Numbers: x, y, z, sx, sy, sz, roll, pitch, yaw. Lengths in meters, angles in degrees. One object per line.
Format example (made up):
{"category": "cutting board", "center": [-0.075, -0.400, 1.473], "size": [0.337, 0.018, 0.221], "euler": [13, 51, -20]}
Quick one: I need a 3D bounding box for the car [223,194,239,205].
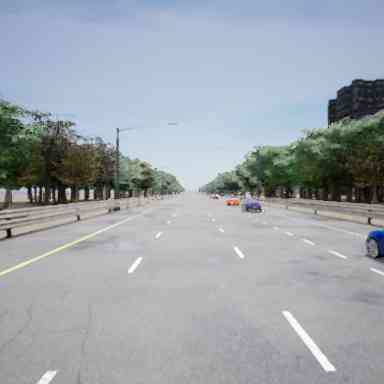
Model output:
{"category": "car", "center": [7.116, 1.402, 58.195], "size": [2.097, 1.767, 4.553], "euler": [0, 0, 0]}

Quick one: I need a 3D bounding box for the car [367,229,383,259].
{"category": "car", "center": [7.001, 1.496, 9.559], "size": [1.882, 1.535, 5.008], "euler": [0, 0, 0]}

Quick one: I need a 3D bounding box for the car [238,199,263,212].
{"category": "car", "center": [7.044, 1.562, 39.528], "size": [1.812, 1.442, 4.674], "euler": [0, 0, 0]}
